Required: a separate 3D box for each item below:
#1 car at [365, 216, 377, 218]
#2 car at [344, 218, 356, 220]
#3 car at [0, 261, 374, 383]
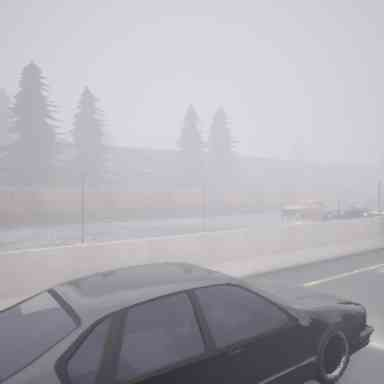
[{"bbox_3d":[13.293,1.524,22.014,4.718,1.301,1.895,0,0,-35],"label":"car"},{"bbox_3d":[11.849,1.445,25.280,4.674,1.442,1.812,0,0,-35],"label":"car"},{"bbox_3d":[-0.211,1.540,3.612,5.357,1.411,2.033,0,0,-35],"label":"car"}]
